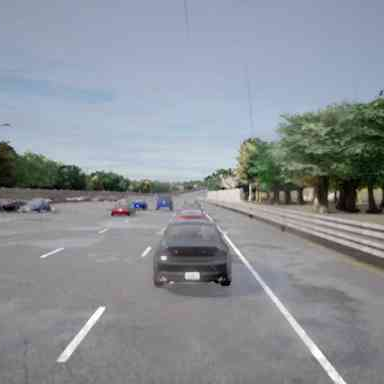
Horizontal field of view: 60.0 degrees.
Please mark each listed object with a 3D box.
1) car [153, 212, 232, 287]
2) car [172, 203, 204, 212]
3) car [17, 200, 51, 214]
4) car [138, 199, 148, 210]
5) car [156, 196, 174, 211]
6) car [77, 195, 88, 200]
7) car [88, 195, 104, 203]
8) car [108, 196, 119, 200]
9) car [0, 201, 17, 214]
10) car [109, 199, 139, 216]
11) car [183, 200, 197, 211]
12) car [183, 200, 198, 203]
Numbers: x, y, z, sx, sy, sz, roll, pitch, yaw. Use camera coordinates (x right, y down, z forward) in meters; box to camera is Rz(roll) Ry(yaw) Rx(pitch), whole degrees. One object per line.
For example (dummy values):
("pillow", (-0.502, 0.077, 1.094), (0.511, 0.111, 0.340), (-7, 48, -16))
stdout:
("car", (0.006, 1.536, 9.430), (1.837, 1.490, 4.892), (0, 0, 0))
("car", (-0.021, 1.618, 19.939), (1.812, 1.442, 4.674), (0, 0, 0))
("car", (-17.692, 1.652, 38.131), (1.812, 1.442, 4.674), (0, 0, -2))
("car", (-7.270, 1.739, 46.495), (1.882, 1.535, 5.008), (0, -1, -1))
("car", (-3.770, 1.507, 46.615), (2.150, 2.045, 5.566), (0, 0, -1))
("car", (-25.736, 1.395, 79.081), (2.097, 1.767, 4.553), (0, 0, -2))
("car", (-22.227, 1.608, 78.734), (2.097, 1.767, 4.553), (0, 0, -2))
("car", (-18.751, 1.714, 79.633), (1.882, 1.535, 5.008), (0, 0, -2))
("car", (-21.166, 1.698, 37.070), (1.895, 1.301, 4.718), (0, 0, -2))
("car", (-7.061, 1.726, 34.600), (1.994, 1.385, 4.181), (0, 0, -1))
("car", (-0.299, 1.838, 47.469), (1.812, 1.442, 4.674), (0, -1, -1))
("car", (-0.077, 1.653, 27.401), (1.837, 1.490, 4.892), (0, 0, -1))
